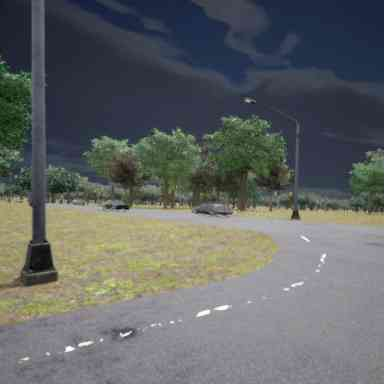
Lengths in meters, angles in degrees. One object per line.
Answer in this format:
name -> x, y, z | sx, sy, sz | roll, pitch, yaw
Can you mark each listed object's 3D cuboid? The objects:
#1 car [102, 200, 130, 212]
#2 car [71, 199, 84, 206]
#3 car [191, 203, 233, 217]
car -> -9.045, 1.659, 39.605 | 1.895, 1.301, 4.718 | 4, -3, -35
car -> -26.350, 2.402, 76.741 | 2.128, 1.511, 4.902 | 4, -3, -35
car -> 2.106, 1.885, 35.803 | 2.033, 1.411, 5.357 | 4, -3, -35
